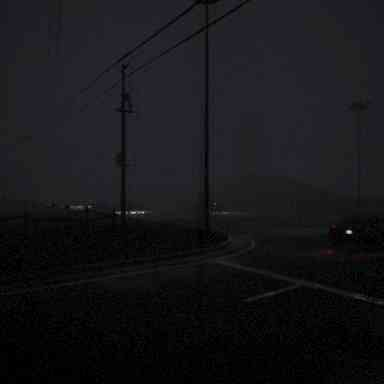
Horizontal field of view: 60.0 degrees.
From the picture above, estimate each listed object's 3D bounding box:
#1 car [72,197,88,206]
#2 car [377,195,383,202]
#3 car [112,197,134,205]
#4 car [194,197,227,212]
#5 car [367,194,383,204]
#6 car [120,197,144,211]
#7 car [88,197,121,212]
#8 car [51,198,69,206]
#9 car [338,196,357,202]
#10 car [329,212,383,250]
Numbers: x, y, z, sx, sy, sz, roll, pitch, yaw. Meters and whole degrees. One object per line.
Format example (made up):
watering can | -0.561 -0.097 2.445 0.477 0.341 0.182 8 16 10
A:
car | -19.491 1.575 58.419 1.882 1.535 5.008 0 0 -36
car | 44.701 1.485 75.517 2.097 1.767 4.553 0 0 -14
car | -12.728 1.647 60.983 2.033 1.411 5.357 0 0 -35
car | 2.186 1.430 40.178 2.097 1.767 4.553 0 0 -36
car | 38.858 1.397 67.591 2.150 2.045 5.566 0 0 -3
car | -7.636 1.633 41.826 1.994 1.385 4.181 0 0 -36
car | -10.476 1.626 39.781 1.994 1.385 4.181 0 0 -36
car | -22.345 1.693 56.393 1.895 1.301 4.718 0 0 -36
car | 36.652 1.666 78.027 1.882 1.535 5.008 0 0 -21
car | 7.870 1.601 14.794 4.181 1.385 1.994 0 0 -41
